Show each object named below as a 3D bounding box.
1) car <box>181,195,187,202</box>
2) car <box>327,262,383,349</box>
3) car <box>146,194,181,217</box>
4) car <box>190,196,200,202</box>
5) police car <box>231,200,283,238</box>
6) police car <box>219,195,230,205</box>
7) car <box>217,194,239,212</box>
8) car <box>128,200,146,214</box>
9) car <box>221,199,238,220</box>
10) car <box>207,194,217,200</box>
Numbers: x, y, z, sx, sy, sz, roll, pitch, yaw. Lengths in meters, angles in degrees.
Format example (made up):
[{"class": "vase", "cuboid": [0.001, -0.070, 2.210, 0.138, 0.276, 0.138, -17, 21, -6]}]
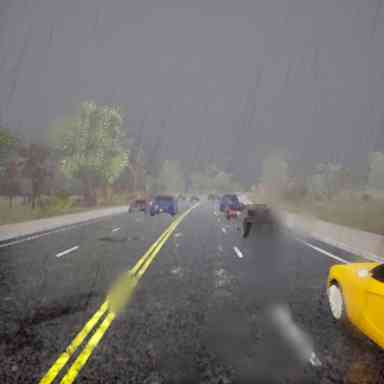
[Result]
[{"class": "car", "cuboid": [-2.253, 1.487, 76.994, 2.128, 1.511, 4.902, 0, 0, 6]}, {"class": "car", "cuboid": [3.386, 1.488, 4.115, 1.882, 1.535, 5.008, 0, 0, 0]}, {"class": "car", "cuboid": [-2.577, 1.254, 31.979, 2.150, 2.045, 5.566, 0, 0, 3]}, {"class": "car", "cuboid": [0.653, 1.485, 73.627, 1.994, 1.385, 4.181, 0, 0, 6]}, {"class": "police car", "cuboid": [3.500, 1.453, 18.109, 1.930, 1.638, 5.238, 0, 0, 2]}, {"class": "police car", "cuboid": [6.026, 1.436, 61.732, 1.930, 1.638, 5.238, 0, 0, 5]}, {"class": "car", "cuboid": [4.421, 1.254, 39.860, 2.150, 2.045, 5.566, 0, 0, 3]}, {"class": "car", "cuboid": [-5.608, 1.560, 36.321, 1.812, 1.442, 4.674, 0, 0, 3]}, {"class": "car", "cuboid": [3.873, 1.596, 28.918, 1.994, 1.385, 4.181, 0, 0, 2]}, {"class": "car", "cuboid": [4.854, 1.283, 82.737, 1.837, 1.490, 4.892, 0, 0, 7]}]
